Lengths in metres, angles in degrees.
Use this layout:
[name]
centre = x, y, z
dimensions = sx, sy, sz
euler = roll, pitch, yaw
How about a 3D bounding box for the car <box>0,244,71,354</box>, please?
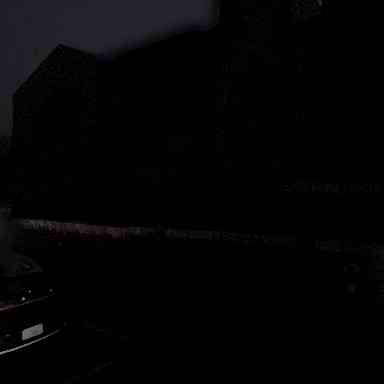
[car]
centre = -3.808, 1.547, 5.508
dimensions = 4.403, 1.369, 2.008
euler = 0, 1, 36
